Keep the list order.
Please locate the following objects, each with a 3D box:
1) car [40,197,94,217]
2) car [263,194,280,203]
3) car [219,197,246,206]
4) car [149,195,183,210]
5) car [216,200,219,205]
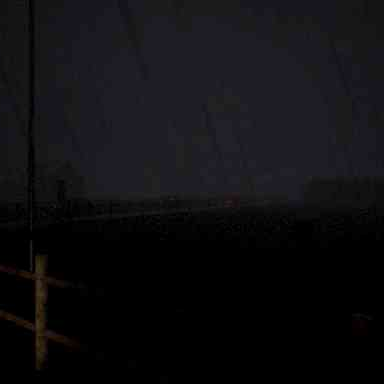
[{"bbox_3d":[-10.873,1.280,29.075,2.097,1.767,4.553,-1,0,34],"label":"car"},{"bbox_3d":[14.703,1.216,61.193,1.837,1.490,4.892,-1,0,34],"label":"car"},{"bbox_3d":[6.285,1.388,48.894,1.895,1.301,4.718,-1,0,34],"label":"car"},{"bbox_3d":[-3.126,1.220,40.367,2.097,1.767,4.553,-1,0,35],"label":"car"},{"bbox_3d":[5.655,1.396,53.057,1.895,1.301,4.718,-1,0,35],"label":"car"}]
